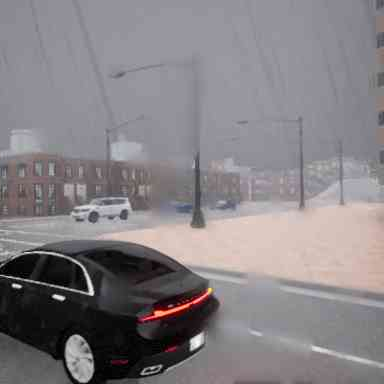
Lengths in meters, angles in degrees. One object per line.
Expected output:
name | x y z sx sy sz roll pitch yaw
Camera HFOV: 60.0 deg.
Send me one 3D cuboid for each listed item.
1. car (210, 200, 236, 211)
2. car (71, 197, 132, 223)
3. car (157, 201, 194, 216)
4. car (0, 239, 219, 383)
car | 4.388 1.808 45.555 1.812 1.442 4.674 -1 -1 37
car | -7.829 1.515 29.299 2.150 2.045 5.566 -1 -1 37
car | -1.795 1.766 37.333 1.882 1.535 5.008 -1 -1 37
car | -1.909 1.534 5.355 4.892 1.490 1.837 0 0 36
